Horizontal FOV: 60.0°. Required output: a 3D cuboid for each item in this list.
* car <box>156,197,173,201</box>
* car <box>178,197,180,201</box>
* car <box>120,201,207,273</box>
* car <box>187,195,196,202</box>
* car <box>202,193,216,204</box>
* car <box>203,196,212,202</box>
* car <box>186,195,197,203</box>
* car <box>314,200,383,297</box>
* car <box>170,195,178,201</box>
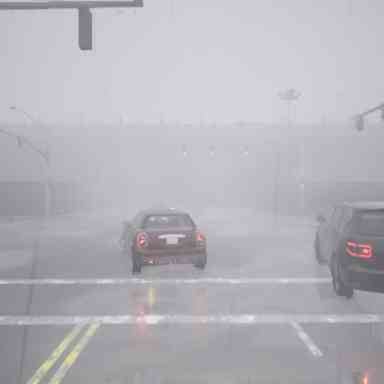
[{"bbox_3d":[-3.632,1.614,38.974,1.895,1.301,4.718,0,0,0],"label":"car"},{"bbox_3d":[-3.575,1.379,66.675,2.097,1.767,4.553,0,-1,0],"label":"car"},{"bbox_3d":[-1.109,1.330,10.906,2.097,1.767,4.553,0,0,-16],"label":"car"},{"bbox_3d":[-0.082,1.502,75.848,1.882,1.535,5.008,0,0,0],"label":"car"},{"bbox_3d":[3.430,1.243,65.153,2.150,2.045,5.566,0,0,0],"label":"car"},{"bbox_3d":[3.418,1.549,75.852,1.812,1.442,4.674,0,0,0],"label":"car"},{"bbox_3d":[-0.071,1.374,65.825,2.097,1.767,4.553,0,0,0],"label":"car"},{"bbox_3d":[4.518,1.210,8.422,2.150,2.045,5.566,-1,1,15],"label":"car"},{"bbox_3d":[-3.623,1.542,51.284,1.812,1.442,4.674,0,0,0],"label":"car"}]
